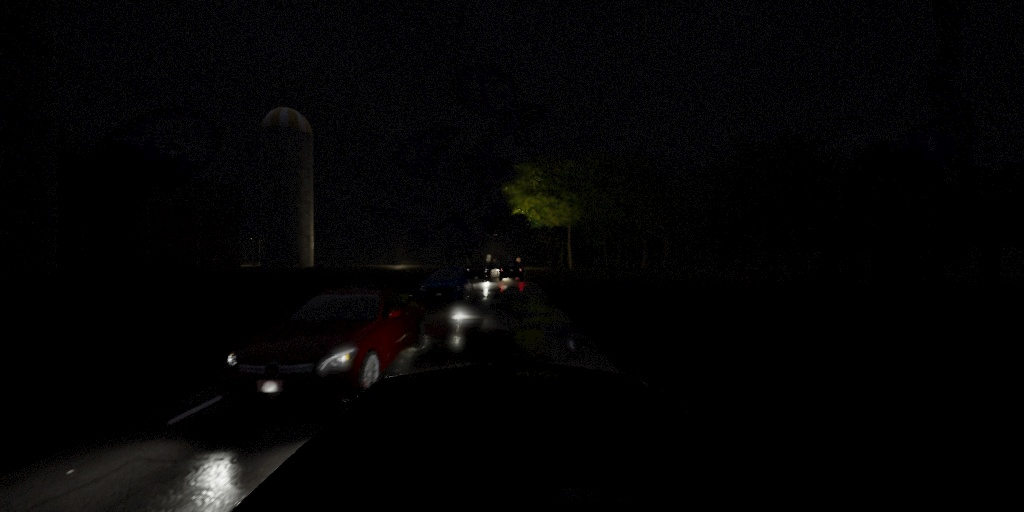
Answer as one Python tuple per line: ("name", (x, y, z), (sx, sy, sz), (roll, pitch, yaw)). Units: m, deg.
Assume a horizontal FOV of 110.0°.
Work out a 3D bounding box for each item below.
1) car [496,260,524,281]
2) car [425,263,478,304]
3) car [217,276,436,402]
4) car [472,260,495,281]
("car", (-0.032, 1.228, 32.213), (2.097, 1.767, 4.553), (0, -1, 0))
("car", (-2.904, 1.264, 16.773), (1.882, 1.535, 5.008), (0, 0, 0))
("car", (-2.863, 1.284, 6.574), (1.812, 1.442, 4.674), (0, 0, 0))
("car", (-2.884, 1.228, 31.464), (2.097, 1.767, 4.553), (0, 0, 0))
